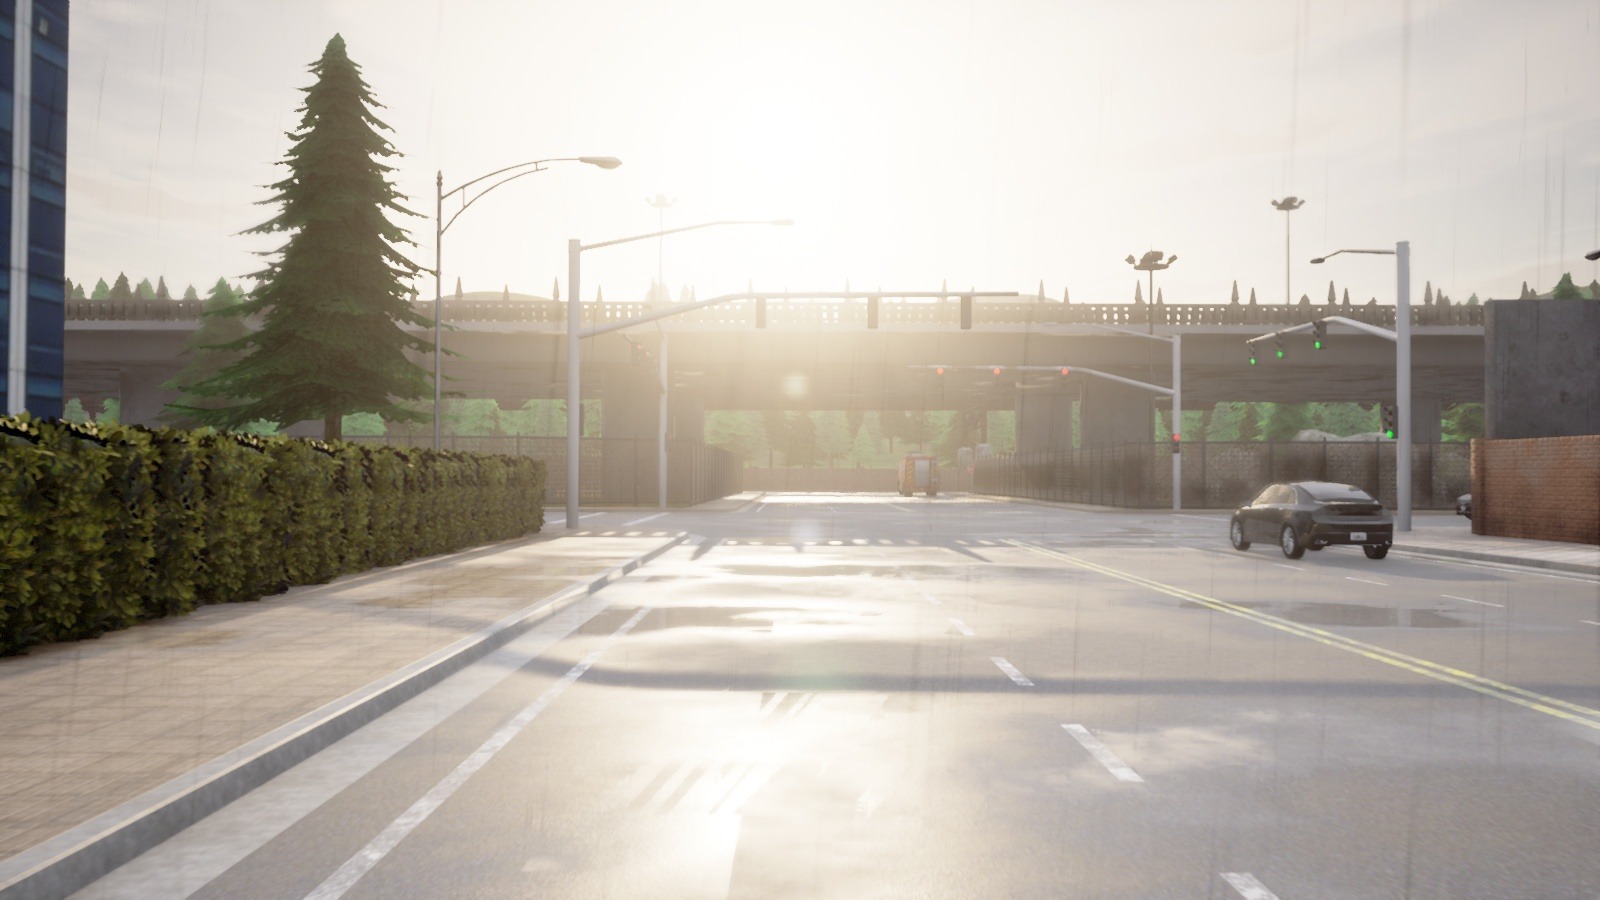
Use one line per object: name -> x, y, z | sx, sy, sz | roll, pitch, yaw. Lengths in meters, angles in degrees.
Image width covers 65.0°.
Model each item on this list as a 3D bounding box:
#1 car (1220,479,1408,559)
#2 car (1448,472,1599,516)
car -> 10.429, 1.342, 25.923 | 1.837, 1.490, 4.892 | 0, -1, 0
car -> 26.406, 1.590, 45.782 | 4.514, 1.525, 2.007 | 0, -1, 0
